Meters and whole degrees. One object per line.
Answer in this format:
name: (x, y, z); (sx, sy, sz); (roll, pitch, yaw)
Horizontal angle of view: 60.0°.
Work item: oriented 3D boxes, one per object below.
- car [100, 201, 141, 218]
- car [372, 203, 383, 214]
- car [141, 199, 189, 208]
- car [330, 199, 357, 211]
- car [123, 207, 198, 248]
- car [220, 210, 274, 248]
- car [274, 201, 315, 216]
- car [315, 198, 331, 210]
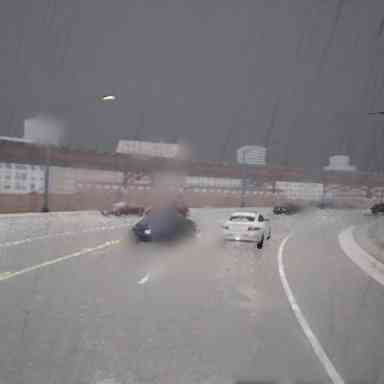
car: (-6.198, 1.532, 30.263); (1.812, 1.442, 4.674); (1, -1, 30)
car: (26.162, 2.255, 44.965); (4.892, 1.490, 1.837); (1, -2, -35)
car: (-2.099, 1.451, 30.303); (2.097, 1.767, 4.553); (1, -1, 32)
car: (26.752, 2.440, 58.043); (4.892, 1.490, 1.837); (2, -2, -34)
car: (-1.110, 1.579, 15.125); (1.994, 1.385, 4.181); (1, 0, 18)
car: (2.563, 1.634, 15.461); (1.812, 1.442, 4.674); (1, 0, 18)
car: (11.407, 1.981, 37.972); (5.357, 1.411, 2.033); (2, -1, -41)
car: (23.425, 2.151, 60.074); (5.566, 2.045, 2.150); (1, -1, -34)
